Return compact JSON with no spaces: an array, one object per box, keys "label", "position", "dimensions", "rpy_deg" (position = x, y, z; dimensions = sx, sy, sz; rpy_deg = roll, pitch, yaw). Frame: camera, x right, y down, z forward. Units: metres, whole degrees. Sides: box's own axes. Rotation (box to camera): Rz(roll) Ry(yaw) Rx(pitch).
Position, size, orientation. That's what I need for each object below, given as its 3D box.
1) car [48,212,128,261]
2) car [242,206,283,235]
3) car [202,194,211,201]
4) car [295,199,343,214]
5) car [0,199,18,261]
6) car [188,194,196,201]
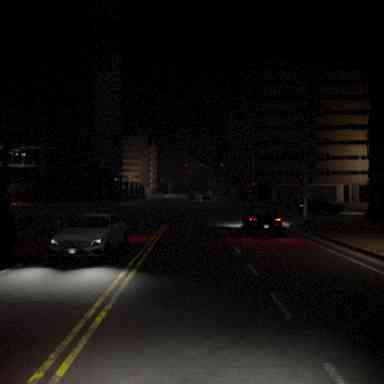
[{"label":"car","position":[-3.586,1.500,12.312],"dimensions":[1.812,1.442,4.674],"rpy_deg":[0,0,0]},{"label":"car","position":[3.817,1.485,18.434],"dimensions":[1.812,1.442,4.674],"rpy_deg":[0,0,5]},{"label":"car","position":[3.394,1.237,77.708],"dimensions":[1.812,1.442,4.674],"rpy_deg":[0,0,0]},{"label":"car","position":[12.737,1.449,33.490],"dimensions":[4.674,1.442,1.812],"rpy_deg":[0,-1,-2]},{"label":"car","position":[-7.091,1.207,9.220],"dimensions":[2.150,2.045,5.566],"rpy_deg":[0,0,0]},{"label":"car","position":[-0.106,1.239,77.703],"dimensions":[2.128,1.511,4.902],"rpy_deg":[0,0,0]}]
